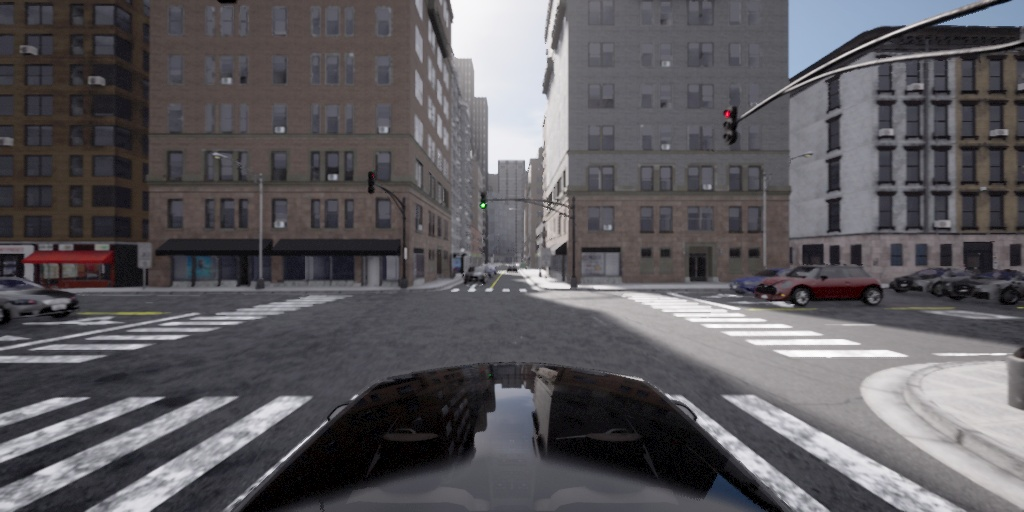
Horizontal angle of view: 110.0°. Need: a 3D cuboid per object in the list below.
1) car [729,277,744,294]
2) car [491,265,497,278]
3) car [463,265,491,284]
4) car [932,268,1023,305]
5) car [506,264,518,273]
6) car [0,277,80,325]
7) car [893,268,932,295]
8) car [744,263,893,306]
[{"bbox_3d":[14.158,1.368,19.100,4.674,1.442,1.812,0,0,0],"label":"car"},{"bbox_3d":[-3.148,1.919,41.786,1.895,1.301,4.718,0,-1,0],"label":"car"},{"bbox_3d":[-3.143,1.679,31.823,1.837,1.490,4.892,0,-1,0],"label":"car"},{"bbox_3d":[21.977,1.345,15.897,4.181,1.385,1.994,0,0,-1],"label":"car"},{"bbox_3d":[0.016,2.144,62.868,1.837,1.490,4.892,0,-1,0],"label":"car"},{"bbox_3d":[-17.807,1.482,12.221,4.902,1.511,2.128,0,0,1],"label":"car"},{"bbox_3d":[22.905,1.349,19.159,4.181,1.385,1.994,0,0,-1],"label":"car"},{"bbox_3d":[13.334,1.190,15.825,4.553,1.767,2.097,0,0,-1],"label":"car"}]
